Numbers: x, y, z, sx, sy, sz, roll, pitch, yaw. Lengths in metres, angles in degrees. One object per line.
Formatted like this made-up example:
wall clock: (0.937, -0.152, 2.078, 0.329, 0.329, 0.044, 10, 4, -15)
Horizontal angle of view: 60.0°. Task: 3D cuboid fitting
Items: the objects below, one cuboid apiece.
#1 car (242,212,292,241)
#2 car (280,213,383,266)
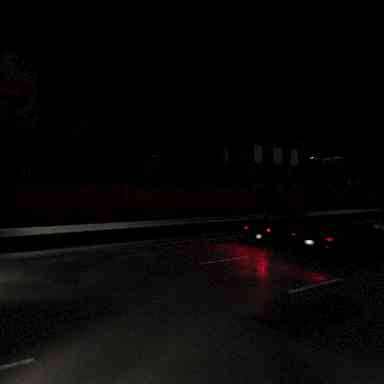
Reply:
car: (4.656, 1.599, 15.435, 4.718, 1.301, 1.895, 0, 0, -35)
car: (5.346, 1.561, 11.653, 4.181, 1.385, 1.994, 0, 0, -35)
